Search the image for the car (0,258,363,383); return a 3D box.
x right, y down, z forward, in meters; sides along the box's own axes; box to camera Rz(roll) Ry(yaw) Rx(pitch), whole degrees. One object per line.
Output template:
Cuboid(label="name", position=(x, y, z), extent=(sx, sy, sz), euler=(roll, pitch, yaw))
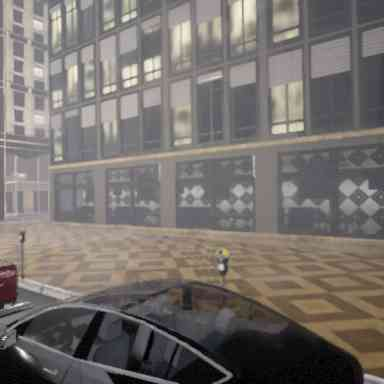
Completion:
Cuboid(label="car", position=(-0.633, 1.577, 3.341), extent=(4.313, 1.339, 1.947), euler=(0, -1, 36))
